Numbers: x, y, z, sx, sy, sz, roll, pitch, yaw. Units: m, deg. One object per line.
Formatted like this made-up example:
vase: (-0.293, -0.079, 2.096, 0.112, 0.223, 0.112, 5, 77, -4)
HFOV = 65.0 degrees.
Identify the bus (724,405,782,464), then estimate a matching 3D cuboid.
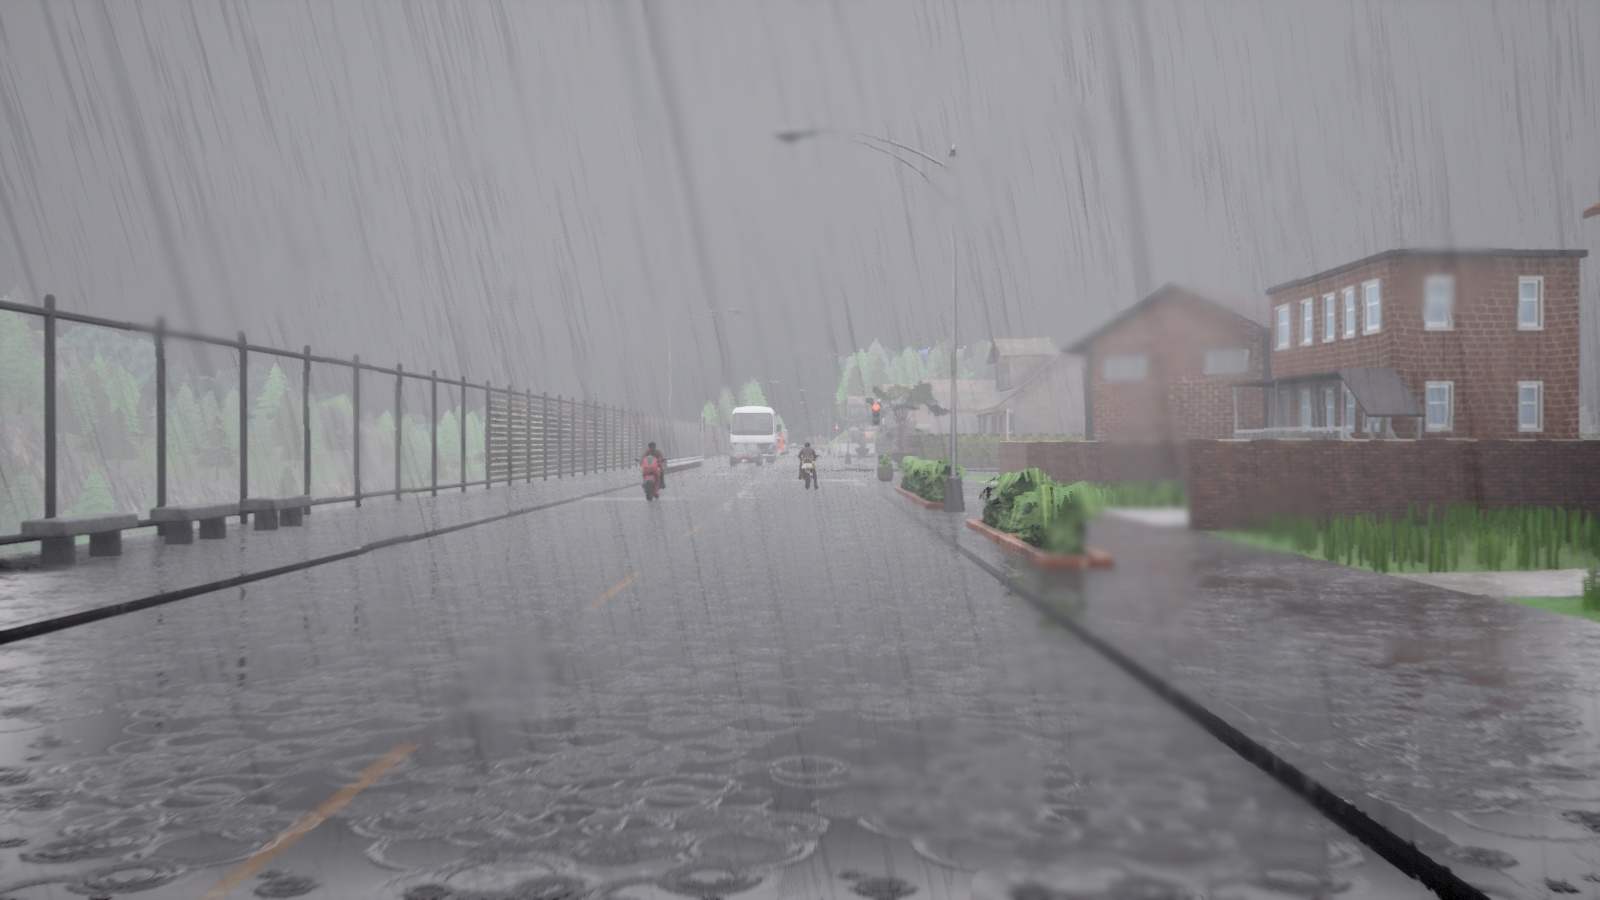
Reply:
bus: (-3.439, -1.170, 95.409, 3.944, 4.253, 10.273, 0, 0, 0)

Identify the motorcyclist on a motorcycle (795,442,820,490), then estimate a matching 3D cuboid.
motorcyclist on a motorcycle: (0.245, 0.499, 40.787, 0.797, 1.523, 2.044, 0, 0, 0)

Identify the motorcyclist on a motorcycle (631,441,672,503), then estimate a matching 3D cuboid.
motorcyclist on a motorcycle: (-3.803, 0.544, 32.276, 0.797, 1.523, 2.044, 0, 0, 0)

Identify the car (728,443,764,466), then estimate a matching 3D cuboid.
car: (-3.516, 0.278, 82.635, 2.163, 1.488, 4.792, 0, 0, 0)
